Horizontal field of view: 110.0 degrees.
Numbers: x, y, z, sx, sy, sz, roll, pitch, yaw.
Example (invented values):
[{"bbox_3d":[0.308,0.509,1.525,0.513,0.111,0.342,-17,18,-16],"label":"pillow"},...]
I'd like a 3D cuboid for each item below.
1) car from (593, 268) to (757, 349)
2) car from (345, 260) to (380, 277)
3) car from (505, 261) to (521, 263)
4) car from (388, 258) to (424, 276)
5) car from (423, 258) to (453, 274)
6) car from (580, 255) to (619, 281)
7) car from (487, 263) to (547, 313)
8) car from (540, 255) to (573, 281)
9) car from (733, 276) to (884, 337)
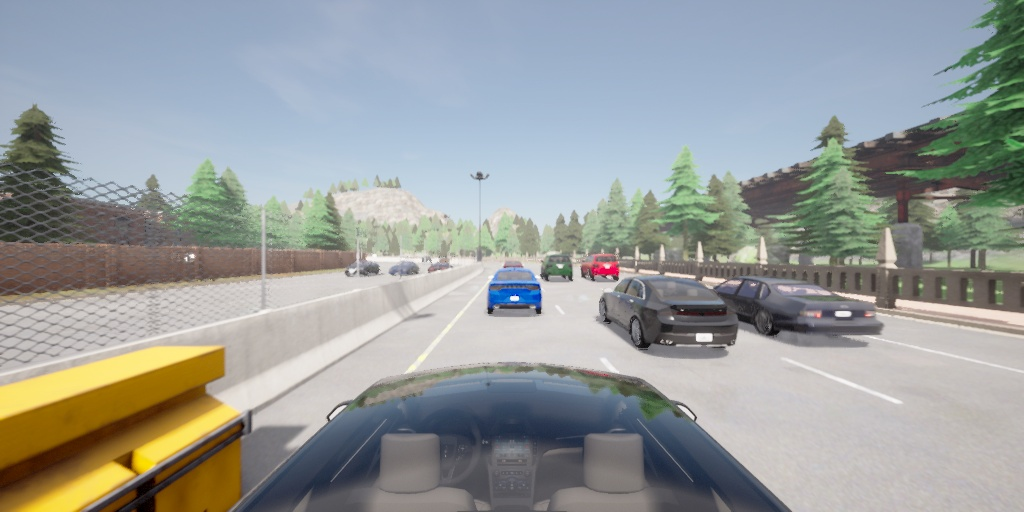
[{"bbox_3d":[3.578,1.238,9.077,1.837,1.490,4.892,0,1,0],"label":"car"},{"bbox_3d":[-14.131,1.159,34.122,2.128,1.511,4.902,0,0,0],"label":"car"},{"bbox_3d":[0.094,1.151,31.809,1.882,1.535,5.008,0,0,0],"label":"car"},{"bbox_3d":[-10.619,1.211,35.768,2.033,1.411,5.357,0,0,0],"label":"car"},{"bbox_3d":[-7.156,1.227,35.975,1.994,1.385,4.181,0,0,-1],"label":"car"},{"bbox_3d":[7.094,0.901,29.329,2.150,2.045,5.566,0,0,0],"label":"car"},{"bbox_3d":[0.090,1.196,13.904,1.882,1.535,5.008,0,0,0],"label":"car"},{"bbox_3d":[3.594,0.902,29.316,2.150,2.045,5.566,0,0,0],"label":"car"},{"bbox_3d":[7.084,1.276,10.170,2.033,1.411,5.357,0,0,0],"label":"car"}]
